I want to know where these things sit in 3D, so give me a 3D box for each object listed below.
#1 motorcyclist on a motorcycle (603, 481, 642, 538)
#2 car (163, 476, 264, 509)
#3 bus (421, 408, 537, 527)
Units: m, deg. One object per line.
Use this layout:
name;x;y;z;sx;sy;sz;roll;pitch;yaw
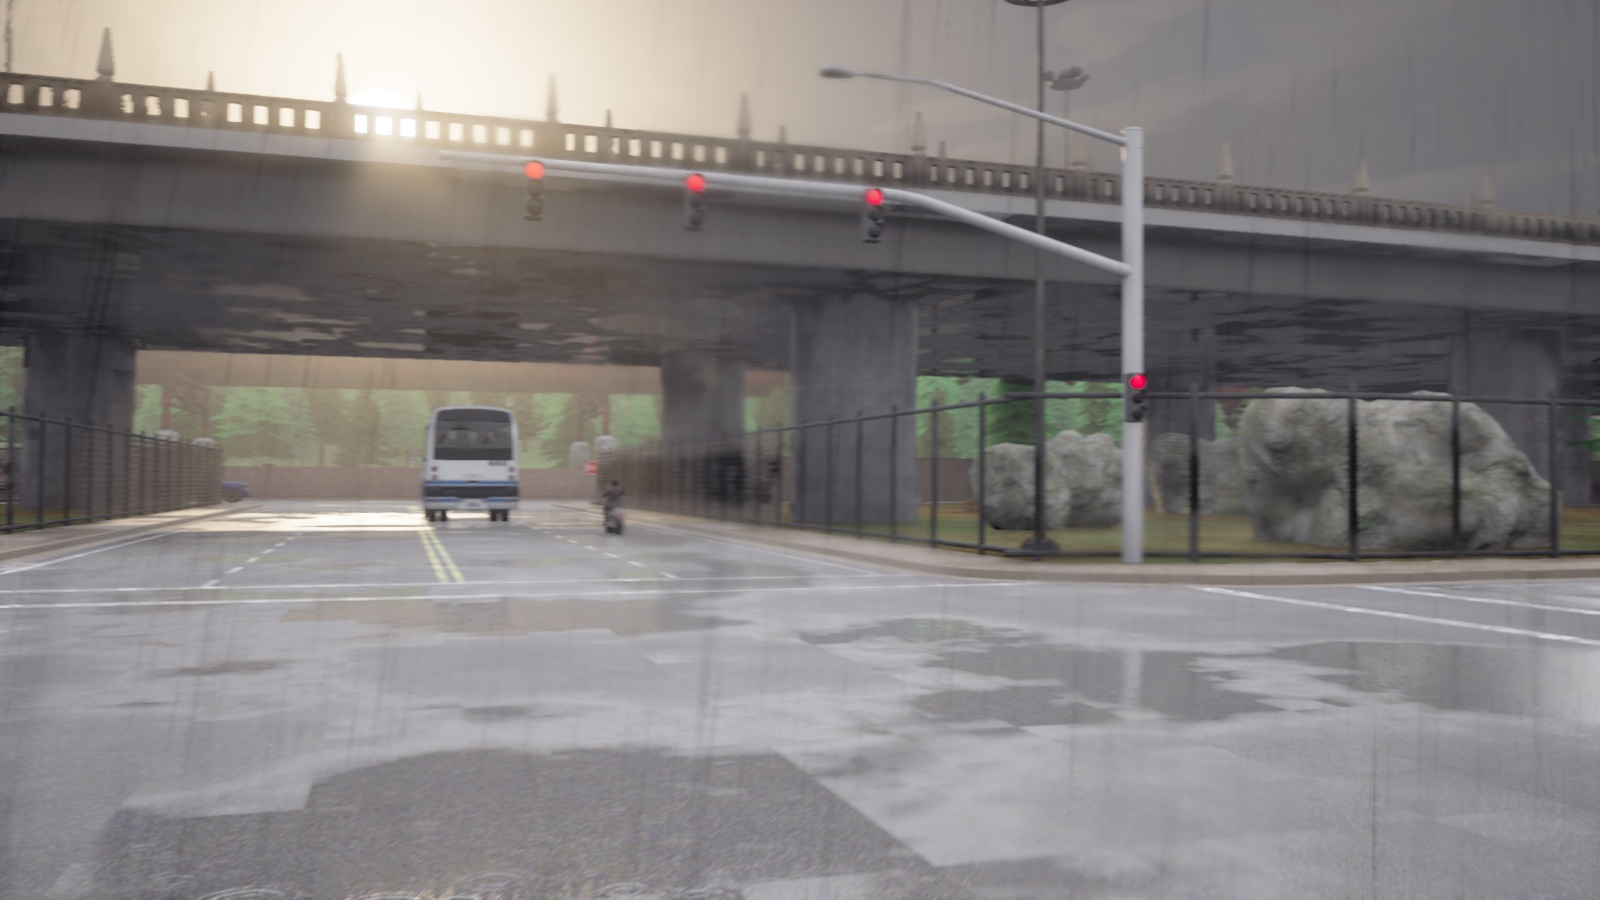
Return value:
motorcyclist on a motorcycle;-5.262;1.738;37.145;0.766;1.649;2.350;0;-2;-17
car;-37.158;2.664;79.667;5.566;2.045;2.150;0;-2;-18
bus;-13.006;0.759;50.130;3.944;4.253;10.273;0;-2;-17
